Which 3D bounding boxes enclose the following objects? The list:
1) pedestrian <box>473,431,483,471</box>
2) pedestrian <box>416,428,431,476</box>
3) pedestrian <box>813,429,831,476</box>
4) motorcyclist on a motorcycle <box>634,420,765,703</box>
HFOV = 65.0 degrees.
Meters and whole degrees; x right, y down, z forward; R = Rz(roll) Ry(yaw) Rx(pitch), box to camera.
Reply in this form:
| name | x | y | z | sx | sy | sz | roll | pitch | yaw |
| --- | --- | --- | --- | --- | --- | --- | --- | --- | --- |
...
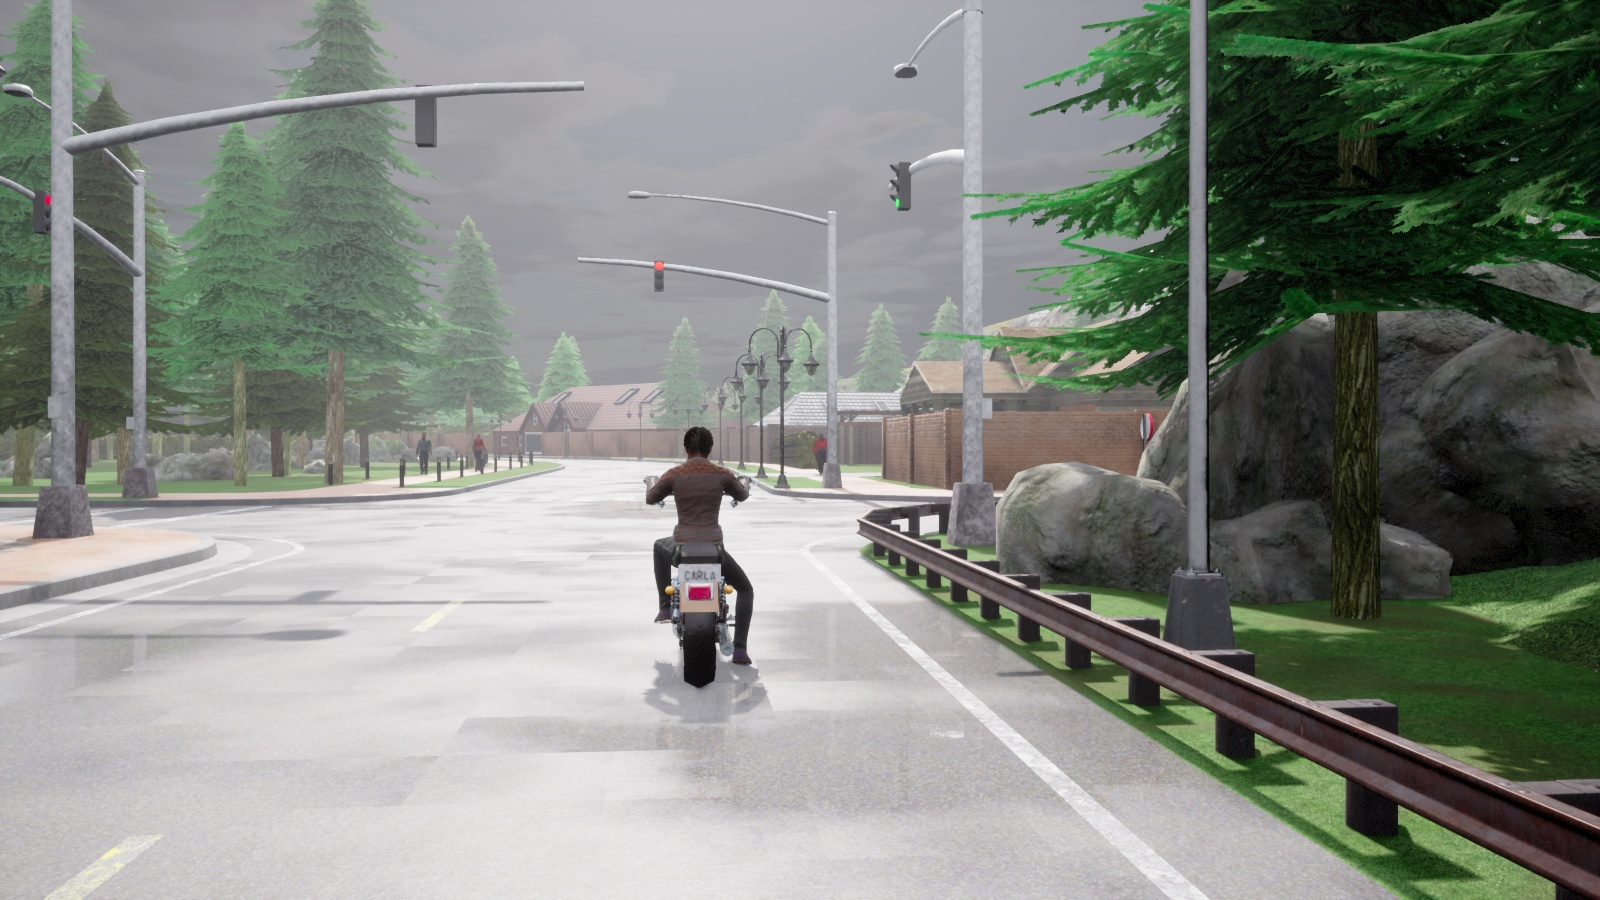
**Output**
| name | x | y | z | sx | sy | sz | roll | pitch | yaw |
| --- | --- | --- | --- | --- | --- | --- | --- | --- | --- |
| pedestrian | -14.852 | 0.033 | 57.985 | 0.331 | 1.846 | 0.636 | 0 | 0 | -5 |
| pedestrian | -15.355 | 0.071 | 51.227 | 0.423 | 1.949 | 0.788 | 0 | 0 | -6 |
| pedestrian | 0.869 | 0.097 | 50.556 | 0.634 | 1.844 | 0.899 | 0 | 0 | -5 |
| motorcyclist on a motorcycle | -0.693 | 0.648 | 8.534 | 0.766 | 1.649 | 2.350 | 0 | 0 | -5 |
